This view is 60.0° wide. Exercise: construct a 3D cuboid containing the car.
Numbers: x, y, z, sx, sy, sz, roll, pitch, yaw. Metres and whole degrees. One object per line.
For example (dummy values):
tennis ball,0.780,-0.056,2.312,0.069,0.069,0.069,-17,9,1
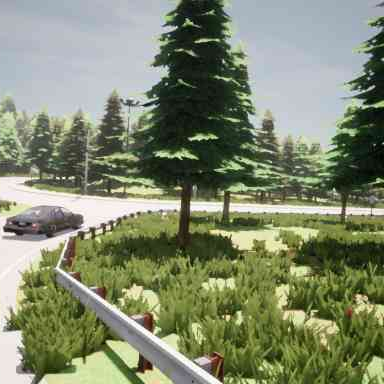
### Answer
car,-7.400,1.412,17.297,2.033,1.411,5.357,4,1,3
